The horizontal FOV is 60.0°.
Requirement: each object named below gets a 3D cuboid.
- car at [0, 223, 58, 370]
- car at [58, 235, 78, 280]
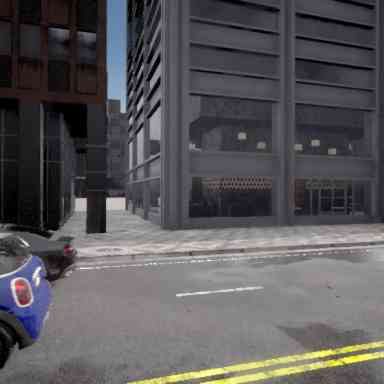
[{"bbox_3d":[-4.365,1.351,4.417,4.553,1.767,2.097,0,0,-17],"label":"car"},{"bbox_3d":[-5.179,1.504,7.566,4.892,1.490,1.837,0,0,-17],"label":"car"}]
